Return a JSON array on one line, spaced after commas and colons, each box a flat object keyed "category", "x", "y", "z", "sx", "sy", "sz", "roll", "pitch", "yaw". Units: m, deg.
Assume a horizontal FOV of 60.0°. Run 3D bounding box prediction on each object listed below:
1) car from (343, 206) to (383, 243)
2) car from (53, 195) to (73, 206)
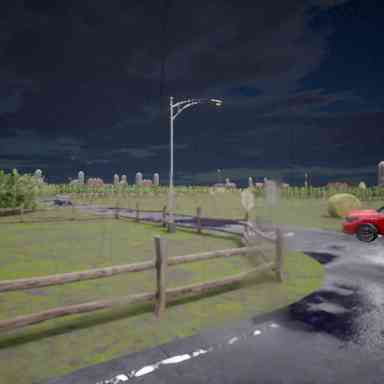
[{"category": "car", "x": 9.862, "y": 1.274, "z": 15.019, "sx": 5.566, "sy": 2.045, "sz": 2.150, "roll": 0, "pitch": 3, "yaw": 27}, {"category": "car", "x": -19.261, "y": 1.237, "z": 49.583, "sx": 1.837, "sy": 1.490, "sz": 4.892, "roll": 0, "pitch": 1, "yaw": -36}]
